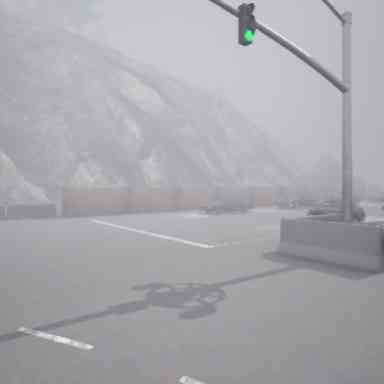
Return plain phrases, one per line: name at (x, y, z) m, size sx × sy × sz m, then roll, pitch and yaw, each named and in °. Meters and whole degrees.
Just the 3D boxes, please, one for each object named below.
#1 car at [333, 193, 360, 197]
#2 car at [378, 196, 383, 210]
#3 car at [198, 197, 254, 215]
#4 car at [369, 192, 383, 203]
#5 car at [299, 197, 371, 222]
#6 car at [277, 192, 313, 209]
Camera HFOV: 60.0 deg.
car at (18.500, 0.843, 40.496) m, size 5.008 × 1.535 × 1.882 m, roll -1°, pitch 1°, yaw -36°
car at (17.245, 1.134, 26.706) m, size 4.718 × 1.301 × 1.895 m, roll -1°, pitch 1°, yaw -35°
car at (3.143, 1.174, 29.572) m, size 5.357 × 1.411 × 2.033 m, roll -1°, pitch 1°, yaw -36°
car at (26.445, 0.719, 46.396) m, size 4.902 × 1.511 × 2.128 m, roll -1°, pitch 1°, yaw -39°
car at (9.013, 1.236, 20.863) m, size 4.181 × 1.385 × 1.994 m, roll -1°, pitch 1°, yaw -35°
car at (11.116, 0.843, 35.233) m, size 4.553 × 1.767 × 2.097 m, roll -1°, pitch 1°, yaw -35°
